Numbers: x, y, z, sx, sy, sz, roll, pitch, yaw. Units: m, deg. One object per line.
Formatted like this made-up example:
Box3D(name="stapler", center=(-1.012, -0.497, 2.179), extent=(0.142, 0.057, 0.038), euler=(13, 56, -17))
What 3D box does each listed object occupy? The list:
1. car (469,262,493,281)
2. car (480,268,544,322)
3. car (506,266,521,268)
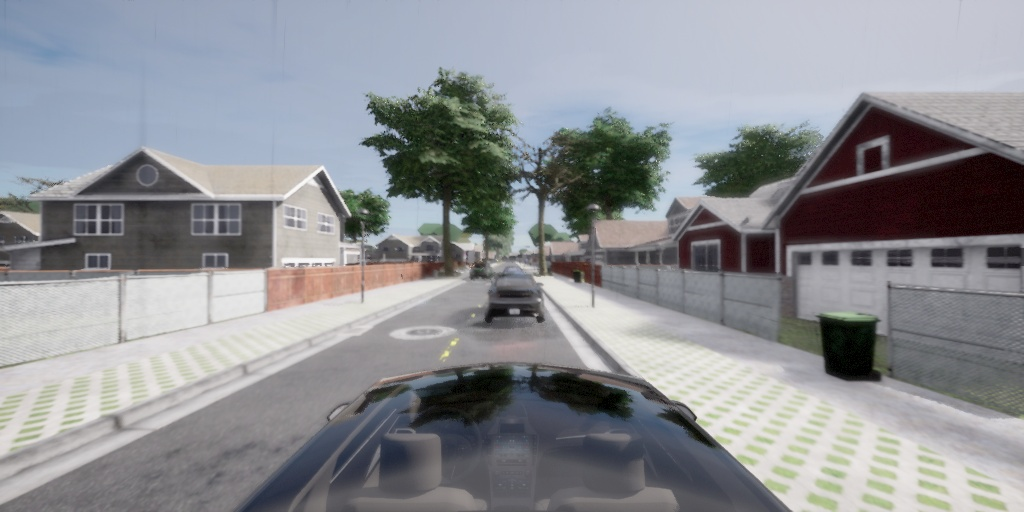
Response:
Box3D(name="car", center=(-2.850, 1.415, 34.503), extent=(2.097, 1.767, 4.553), euler=(0, -1, 0))
Box3D(name="car", center=(0.087, 1.361, 12.777), extent=(1.837, 1.490, 4.892), euler=(0, 0, 0))
Box3D(name="car", center=(0.091, 1.563, 29.546), extent=(2.033, 1.411, 5.357), euler=(0, -1, 0))
